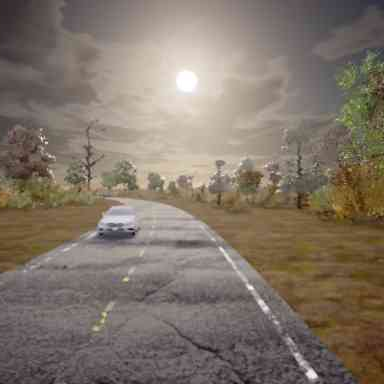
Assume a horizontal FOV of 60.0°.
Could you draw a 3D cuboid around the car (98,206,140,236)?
[{"bbox_3d":[-3.871,1.496,18.318,1.812,1.442,4.674,0,0,-4],"label":"car"}]
